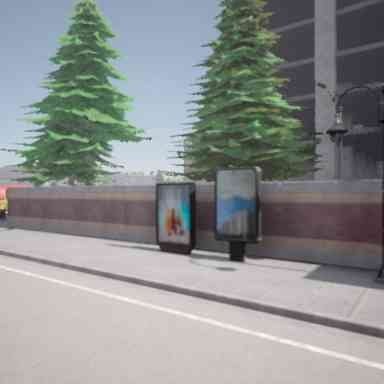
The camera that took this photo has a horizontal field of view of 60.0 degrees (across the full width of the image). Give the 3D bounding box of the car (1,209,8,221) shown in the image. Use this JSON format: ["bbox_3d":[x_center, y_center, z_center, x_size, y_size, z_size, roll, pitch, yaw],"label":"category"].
[{"bbox_3d":[-15.919,1.561,24.922,1.812,1.442,4.674,-1,0,29],"label":"car"}]
